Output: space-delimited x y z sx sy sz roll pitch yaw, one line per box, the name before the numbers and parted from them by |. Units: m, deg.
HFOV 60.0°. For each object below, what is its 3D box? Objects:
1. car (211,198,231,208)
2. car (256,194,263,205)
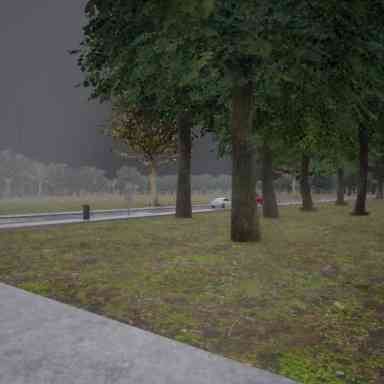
car | 4.455 1.574 47.789 1.812 1.442 4.674 0 0 36
car | 10.227 1.273 55.829 2.150 2.045 5.566 0 0 36
